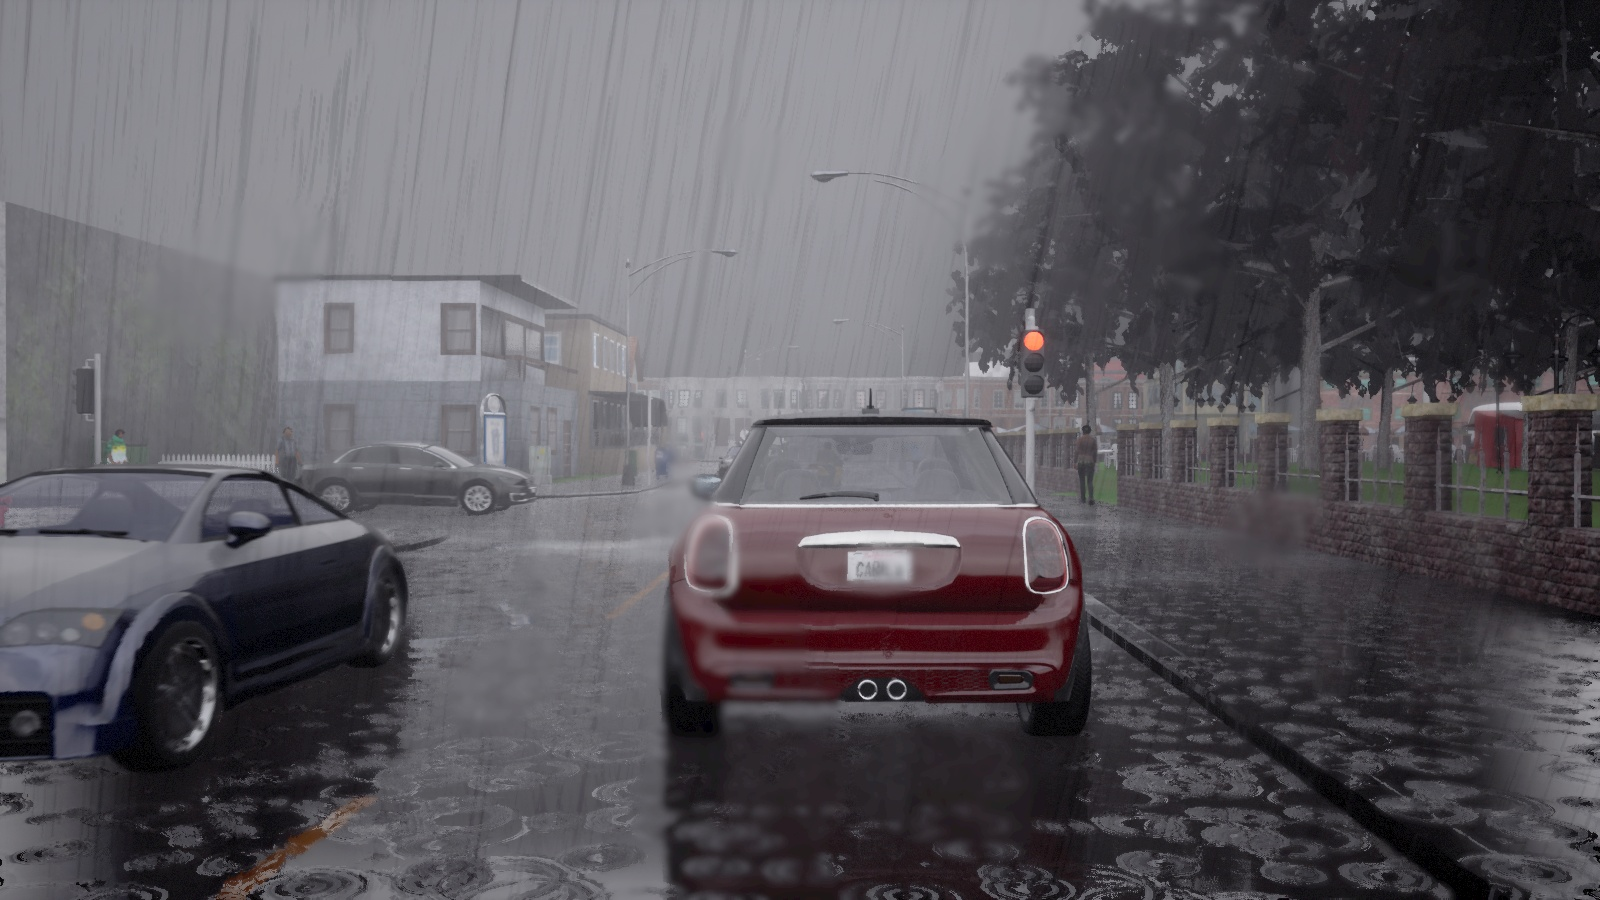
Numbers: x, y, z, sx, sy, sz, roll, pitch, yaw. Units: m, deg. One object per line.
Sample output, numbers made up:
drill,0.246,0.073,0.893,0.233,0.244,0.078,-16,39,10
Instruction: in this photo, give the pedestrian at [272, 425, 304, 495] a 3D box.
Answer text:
pedestrian,-13.722,0.255,33.651,0.694,1.848,0.540,0,0,43

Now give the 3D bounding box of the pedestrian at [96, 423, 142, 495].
pedestrian,-18.682,0.247,34.447,0.873,1.952,0.659,0,0,12

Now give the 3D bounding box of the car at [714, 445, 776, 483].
car,-2.120,0.509,50.148,2.033,1.411,5.357,0,0,2

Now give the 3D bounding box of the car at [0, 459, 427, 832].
car,-3.758,0.768,6.971,1.994,1.385,4.181,0,0,2

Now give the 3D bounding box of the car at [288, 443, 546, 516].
car,-7.998,0.595,26.529,4.892,1.490,1.837,0,0,0

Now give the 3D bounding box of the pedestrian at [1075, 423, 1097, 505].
pedestrian,6.414,0.302,28.185,0.328,1.805,0.869,0,0,2

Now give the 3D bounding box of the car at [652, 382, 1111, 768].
car,0.361,0.560,8.016,2.097,1.767,4.553,0,0,0
